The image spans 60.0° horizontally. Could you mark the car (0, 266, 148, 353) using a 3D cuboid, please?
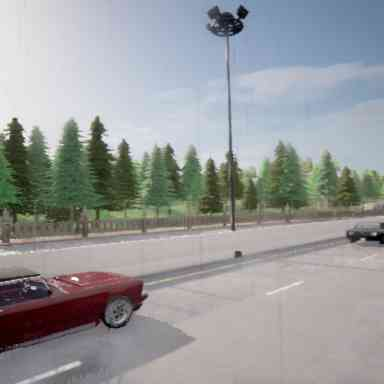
[{"bbox_3d":[-3.125,2.019,5.969,1.895,1.301,4.718,-4,-4,45],"label":"car"}]

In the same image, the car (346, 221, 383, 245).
[{"bbox_3d":[11.279,2.454,20.482,4.718,1.301,1.895,2,-4,-45],"label":"car"}]
